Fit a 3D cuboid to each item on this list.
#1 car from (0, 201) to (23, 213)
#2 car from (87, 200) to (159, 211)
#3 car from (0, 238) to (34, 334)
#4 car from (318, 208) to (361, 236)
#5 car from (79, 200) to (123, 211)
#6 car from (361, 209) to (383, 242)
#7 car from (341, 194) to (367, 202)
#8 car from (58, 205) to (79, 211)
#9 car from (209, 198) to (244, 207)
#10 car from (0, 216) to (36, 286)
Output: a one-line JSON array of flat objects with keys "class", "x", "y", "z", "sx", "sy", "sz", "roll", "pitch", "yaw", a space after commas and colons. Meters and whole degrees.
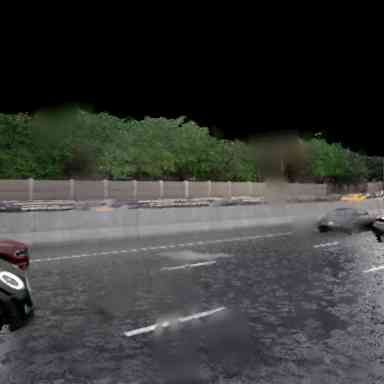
[{"class": "car", "x": -16.318, "y": 1.514, "z": 26.743, "sx": 4.892, "sy": 1.490, "sz": 1.837, "roll": 0, "pitch": 0, "yaw": -35}, {"class": "car", "x": -4.206, "y": 1.546, "z": 22.476, "sx": 4.892, "sy": 1.490, "sz": 1.837, "roll": 0, "pitch": 0, "yaw": -35}, {"class": "car", "x": -4.750, "y": 1.343, "z": 4.654, "sx": 4.553, "sy": 1.767, "sz": 2.097, "roll": 0, "pitch": 0, "yaw": -36}, {"class": "car", "x": 8.982, "y": 1.597, "z": 18.717, "sx": 4.181, "sy": 1.385, "sz": 1.994, "roll": 0, "pitch": 0, "yaw": -35}, {"class": "car", "x": -5.874, "y": 1.393, "z": 25.585, "sx": 4.553, "sy": 1.767, "sz": 2.097, "roll": 0, "pitch": 0, "yaw": -35}, {"class": "car", "x": 10.219, "y": 1.529, "z": 15.303, "sx": 4.902, "sy": 1.511, "sz": 2.128, "roll": 0, "pitch": 0, "yaw": -35}, {"class": "car", "x": 25.058, "y": 1.134, "z": 51.596, "sx": 5.008, "sy": 1.535, "sz": 1.882, "roll": -1, "pitch": 1, "yaw": -34}, {"class": "car", "x": -8.524, "y": 1.587, "z": 27.999, "sx": 5.357, "sy": 1.411, "sz": 2.033, "roll": 0, "pitch": 0, "yaw": -35}, {"class": "car", "x": 4.323, "y": 1.454, "z": 41.359, "sx": 4.902, "sy": 1.511, "sz": 2.128, "roll": -1, "pitch": 0, "yaw": -35}, {"class": "car", "x": -6.516, "y": 1.470, "z": 7.695, "sx": 5.008, "sy": 1.535, "sz": 1.882, "roll": 0, "pitch": 0, "yaw": -36}]
